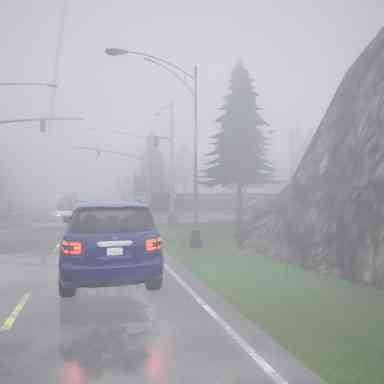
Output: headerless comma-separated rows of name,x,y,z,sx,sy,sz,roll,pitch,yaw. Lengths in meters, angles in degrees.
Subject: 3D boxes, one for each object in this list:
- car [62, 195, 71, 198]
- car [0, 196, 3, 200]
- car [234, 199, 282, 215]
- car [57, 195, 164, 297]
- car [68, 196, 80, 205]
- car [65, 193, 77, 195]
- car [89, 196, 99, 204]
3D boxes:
car,-16.252,1.492,42.885,2.128,1.511,4.902,0,0,-17
car,-36.278,1.374,61.347,1.845,1.501,3.633,0,0,-16
car,6.623,1.505,33.222,4.892,1.490,1.837,0,0,-18
car,-2.214,1.221,8.890,2.150,2.045,5.566,0,0,-16
car,-21.980,1.564,62.130,1.994,1.385,4.181,0,0,-16
car,-19.119,1.221,52.437,2.150,2.045,5.566,0,0,-17
car,-19.029,1.526,64.602,1.812,1.442,4.674,0,0,-17
